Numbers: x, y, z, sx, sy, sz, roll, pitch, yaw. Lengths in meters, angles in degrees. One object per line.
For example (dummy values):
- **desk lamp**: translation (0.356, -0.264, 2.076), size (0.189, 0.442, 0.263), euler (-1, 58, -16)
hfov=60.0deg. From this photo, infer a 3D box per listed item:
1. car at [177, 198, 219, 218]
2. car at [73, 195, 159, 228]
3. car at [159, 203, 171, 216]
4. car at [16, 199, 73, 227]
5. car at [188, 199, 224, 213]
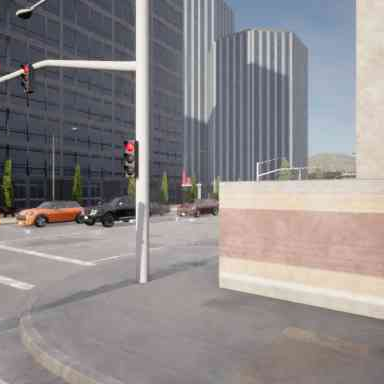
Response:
- **car**: translation (0.561, 1.407, 31.507), size (2.097, 1.767, 4.553), euler (0, 0, 36)
- **car**: translation (-5.170, 1.277, 23.539), size (2.150, 2.045, 5.566), euler (0, 0, 36)
- **car**: translation (-4.198, 1.603, 30.887), size (2.033, 1.411, 5.357), euler (0, 0, 36)
- **car**: translation (-9.725, 1.407, 23.194), size (2.097, 1.767, 4.553), euler (0, 0, 36)
- **car**: translation (1.730, 1.560, 39.116), size (1.837, 1.490, 4.892), euler (0, 0, 36)
